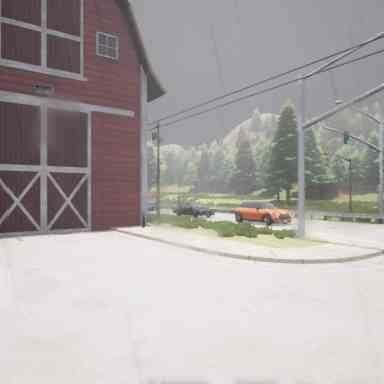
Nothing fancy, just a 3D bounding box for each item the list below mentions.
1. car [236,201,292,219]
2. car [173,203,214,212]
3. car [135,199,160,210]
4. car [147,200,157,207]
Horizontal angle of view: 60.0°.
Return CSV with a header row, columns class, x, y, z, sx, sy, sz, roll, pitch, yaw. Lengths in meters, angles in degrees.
class,x,y,z,sx,sy,sz,roll,pitch,yaw
car,5.405,1.524,25.577,2.097,1.767,4.553,0,0,-34
car,0.026,1.770,33.435,2.033,1.411,5.357,0,0,-34
car,-6.640,1.847,49.556,1.812,1.442,4.674,0,0,-34
car,-5.594,1.839,41.650,1.994,1.385,4.181,0,0,-35
